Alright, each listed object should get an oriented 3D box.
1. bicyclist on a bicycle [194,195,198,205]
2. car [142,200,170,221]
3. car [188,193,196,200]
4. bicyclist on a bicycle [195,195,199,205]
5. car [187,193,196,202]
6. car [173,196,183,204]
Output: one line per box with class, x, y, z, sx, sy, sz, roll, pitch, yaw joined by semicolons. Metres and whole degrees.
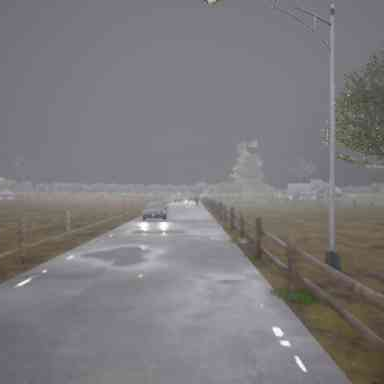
bicyclist on a bicycle;0.739;1.362;58.329;0.659;1.776;1.843;0;0;0
car;-2.854;1.463;26.793;1.837;1.490;4.892;0;0;0
car;-0.026;1.311;93.726;2.150;2.045;5.566;0;-1;0
bicyclist on a bicycle;0.743;1.416;48.984;0.582;1.620;1.656;0;-1;0
car;-0.023;1.604;78.635;1.837;1.490;4.892;0;0;0
car;-2.771;1.560;67.378;2.033;1.411;5.357;0;0;0
